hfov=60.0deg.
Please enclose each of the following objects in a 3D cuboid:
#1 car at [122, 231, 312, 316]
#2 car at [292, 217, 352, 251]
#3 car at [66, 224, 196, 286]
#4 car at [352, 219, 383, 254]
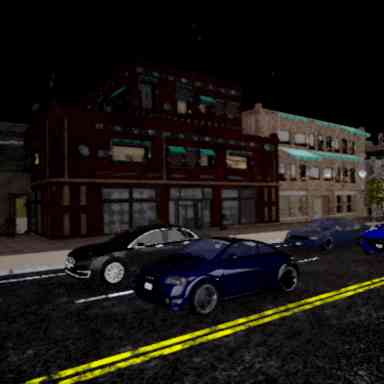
[{"bbox_3d":[0.715,1.801,8.111,4.181,1.385,1.994,1,-2,-35],"label":"car"},{"bbox_3d":[6.994,1.980,16.641,5.357,1.411,2.033,1,-2,-35],"label":"car"},{"bbox_3d":[-1.421,1.831,10.583,4.892,1.490,1.837,1,-2,-36],"label":"car"},{"bbox_3d":[9.217,1.823,14.240,5.008,1.535,1.882,1,-2,-36],"label":"car"}]
